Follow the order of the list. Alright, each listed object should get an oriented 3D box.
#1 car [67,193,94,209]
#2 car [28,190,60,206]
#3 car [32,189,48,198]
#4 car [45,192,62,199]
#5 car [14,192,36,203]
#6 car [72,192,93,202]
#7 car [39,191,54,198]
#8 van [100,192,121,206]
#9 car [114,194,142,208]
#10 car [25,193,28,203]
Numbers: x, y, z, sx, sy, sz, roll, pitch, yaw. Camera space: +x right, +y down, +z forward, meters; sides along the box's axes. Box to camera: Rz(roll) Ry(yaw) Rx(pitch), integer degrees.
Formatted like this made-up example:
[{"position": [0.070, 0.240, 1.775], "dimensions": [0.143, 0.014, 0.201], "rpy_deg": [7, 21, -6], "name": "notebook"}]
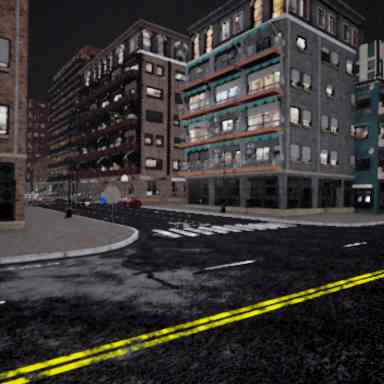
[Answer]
[{"position": [-12.570, 1.027, 37.316], "dimensions": [2.128, 1.511, 4.902], "rpy_deg": [1, 0, -37], "name": "car"}, {"position": [-17.740, 0.861, 39.798], "dimensions": [1.967, 1.590, 4.097], "rpy_deg": [2, 0, -37], "name": "car"}, {"position": [-34.841, 0.256, 76.192], "dimensions": [2.192, 1.841, 5.009], "rpy_deg": [2, 0, -37], "name": "car"}, {"position": [-28.039, 0.664, 67.234], "dimensions": [2.008, 1.369, 4.403], "rpy_deg": [2, 0, -37], "name": "car"}, {"position": [-24.526, 0.800, 48.770], "dimensions": [2.008, 1.369, 4.403], "rpy_deg": [2, 0, -37], "name": "car"}, {"position": [-17.820, 0.811, 53.801], "dimensions": [1.967, 1.590, 4.097], "rpy_deg": [2, 0, -37], "name": "car"}, {"position": [-31.444, 0.578, 71.712], "dimensions": [2.008, 1.369, 4.403], "rpy_deg": [2, 0, -37], "name": "car"}, {"position": [-10.981, 0.884, 44.867], "dimensions": [1.690, 1.788, 3.998], "rpy_deg": [2, 0, -37], "name": "van"}, {"position": [-7.545, 1.212, 40.417], "dimensions": [1.802, 1.307, 4.206], "rpy_deg": [2, 0, -37], "name": "car"}, {"position": [-21.121, 0.886, 44.292], "dimensions": [2.008, 1.369, 4.403], "rpy_deg": [2, 0, -37], "name": "car"}]
